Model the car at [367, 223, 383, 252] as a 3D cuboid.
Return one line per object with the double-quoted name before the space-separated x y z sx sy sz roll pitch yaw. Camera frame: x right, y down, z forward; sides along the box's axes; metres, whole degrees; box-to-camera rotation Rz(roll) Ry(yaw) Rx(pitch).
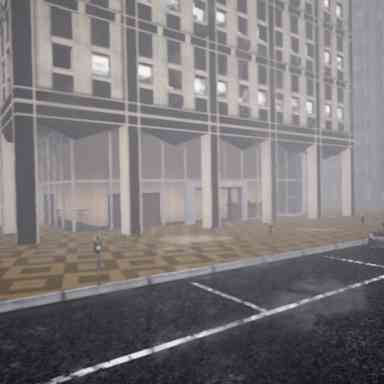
"car" 8.249 1.507 12.410 4.206 1.307 1.802 0 -1 -35
